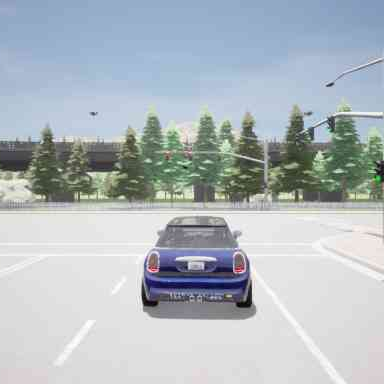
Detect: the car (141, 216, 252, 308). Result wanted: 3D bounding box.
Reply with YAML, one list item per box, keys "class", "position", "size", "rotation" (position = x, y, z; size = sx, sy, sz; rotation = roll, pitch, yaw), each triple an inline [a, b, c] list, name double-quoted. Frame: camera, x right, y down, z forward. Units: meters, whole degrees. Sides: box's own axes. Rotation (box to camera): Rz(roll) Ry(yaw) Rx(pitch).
- class: "car"
  position: [0.167, 1.352, 8.127]
  size: [2.097, 1.767, 4.553]
  rotation: [0, 0, 3]
